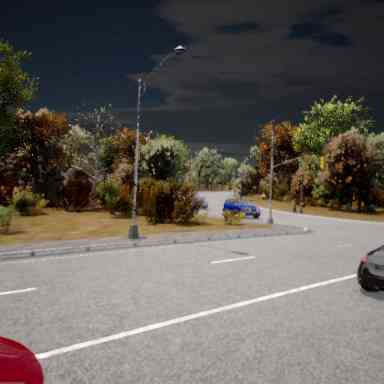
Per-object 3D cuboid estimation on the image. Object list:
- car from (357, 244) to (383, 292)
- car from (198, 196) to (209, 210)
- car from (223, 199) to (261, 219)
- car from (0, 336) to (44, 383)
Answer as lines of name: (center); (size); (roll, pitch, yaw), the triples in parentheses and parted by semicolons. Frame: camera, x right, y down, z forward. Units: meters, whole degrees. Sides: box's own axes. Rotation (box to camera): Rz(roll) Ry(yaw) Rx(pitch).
car: (5.815, 1.663, 7.949); (4.181, 1.385, 1.994); (1, -1, -35)
car: (0.822, 1.592, 50.406); (2.150, 2.045, 5.566); (3, 1, -15)
car: (5.448, 1.842, 37.169); (2.150, 2.045, 5.566); (3, -1, -22)
car: (-3.303, 1.480, 1.384); (5.008, 1.535, 1.882); (0, 0, -36)
